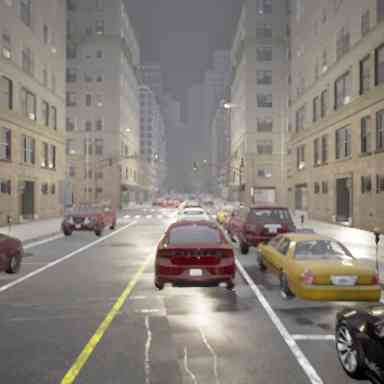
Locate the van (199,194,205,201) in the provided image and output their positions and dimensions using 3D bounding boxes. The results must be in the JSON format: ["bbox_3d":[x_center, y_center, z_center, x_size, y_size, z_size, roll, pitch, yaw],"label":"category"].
[{"bbox_3d":[2.762,1.571,94.931,1.690,1.788,3.998,1,0,0],"label":"van"}]

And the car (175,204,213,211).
[{"bbox_3d":[0.094,1.646,19.782,1.812,1.442,4.674,0,0,0],"label":"car"}]

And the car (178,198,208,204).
[{"bbox_3d":[0.086,1.654,31.175,2.128,1.511,4.902,0,0,0],"label":"car"}]

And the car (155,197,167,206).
[{"bbox_3d":[-5.763,1.678,62.397,1.967,1.590,4.097,1,0,0],"label":"car"}]

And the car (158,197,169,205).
[{"bbox_3d":[-5.764,1.786,67.820,1.887,1.381,4.507,1,0,0],"label":"car"}]

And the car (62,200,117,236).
[{"bbox_3d":[-5.761,1.432,19.316,2.192,1.841,5.009,0,0,0],"label":"car"}]

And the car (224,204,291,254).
[{"bbox_3d":[2.765,1.403,13.758,2.192,1.841,5.009,0,0,0],"label":"car"}]

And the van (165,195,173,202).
[{"bbox_3d":[-5.763,1.579,84.090,1.690,1.788,3.998,1,0,0],"label":"van"}]

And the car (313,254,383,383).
[{"bbox_3d":[2.764,1.586,2.651,1.947,1.339,4.313,0,0,0],"label":"car"}]

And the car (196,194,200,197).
[{"bbox_3d":[2.761,1.675,89.507,1.967,1.590,4.097,1,0,0],"label":"car"}]

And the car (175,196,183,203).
[{"bbox_3d":[-3.010,1.764,79.809,1.812,1.442,4.674,0,0,0],"label":"car"}]

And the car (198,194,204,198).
[{"bbox_3d":[2.762,1.767,67.982,1.752,1.417,4.829,1,0,0],"label":"car"}]

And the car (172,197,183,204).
[{"bbox_3d":[-3.009,1.794,69.539,1.994,1.385,4.181,0,0,0],"label":"car"}]

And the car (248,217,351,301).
[{"bbox_3d":[2.765,1.582,8.373,1.752,1.417,4.829,0,0,0],"label":"car"}]

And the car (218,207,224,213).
[{"bbox_3d":[2.764,1.700,19.307,1.802,1.307,4.206,0,0,0],"label":"car"}]

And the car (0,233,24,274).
[{"bbox_3d":[-5.761,1.637,8.208,1.802,1.307,4.206,0,0,0],"label":"car"}]

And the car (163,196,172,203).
[{"bbox_3d":[-5.764,1.681,78.667,1.967,1.590,4.097,1,0,0],"label":"car"}]

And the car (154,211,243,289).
[{"bbox_3d":[0.050,1.541,9.430,1.882,1.535,5.008,0,0,-1],"label":"car"}]

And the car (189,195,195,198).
[{"bbox_3d":[-0.011,1.733,92.283,1.837,1.490,4.892,0,0,0],"label":"car"}]

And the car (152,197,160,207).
[{"bbox_3d":[-5.764,1.776,56.972,1.887,1.381,4.507,0,0,0],"label":"car"}]

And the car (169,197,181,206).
[{"bbox_3d":[-3.074,1.740,59.811,1.837,1.490,4.892,0,0,0],"label":"car"}]

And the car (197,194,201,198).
[{"bbox_3d":[2.760,1.823,78.662,1.802,1.307,4.206,1,0,0],"label":"car"}]

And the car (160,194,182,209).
[{"bbox_3d":[-3.155,1.574,50.807,2.097,1.767,4.553,0,0,2],"label":"car"}]

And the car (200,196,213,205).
[{"bbox_3d":[2.762,1.783,56.966,2.008,1.369,4.403,0,0,0],"label":"car"}]
